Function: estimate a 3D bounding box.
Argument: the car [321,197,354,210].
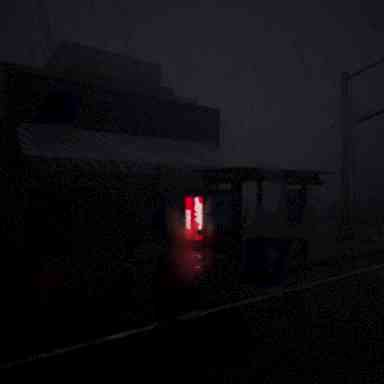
[{"bbox_3d":[17.842,1.399,40.021,3.806,1.475,1.970,0,0,-36],"label":"car"}]

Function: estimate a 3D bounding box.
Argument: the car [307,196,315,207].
[{"bbox_3d":[13.838,1.321,45.047,5.027,1.636,2.152,0,0,-36],"label":"car"}]

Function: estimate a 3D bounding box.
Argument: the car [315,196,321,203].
[{"bbox_3d":[23.107,1.453,63.167,4.514,1.523,2.007,0,0,-36],"label":"car"}]

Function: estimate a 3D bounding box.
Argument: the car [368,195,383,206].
[{"bbox_3d":[29.791,1.253,52.631,4.605,1.855,1.932,0,0,-36],"label":"car"}]

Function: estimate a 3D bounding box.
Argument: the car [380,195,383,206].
[{"bbox_3d":[25.705,1.460,41.155,4.514,1.523,2.007,0,0,-36],"label":"car"}]
